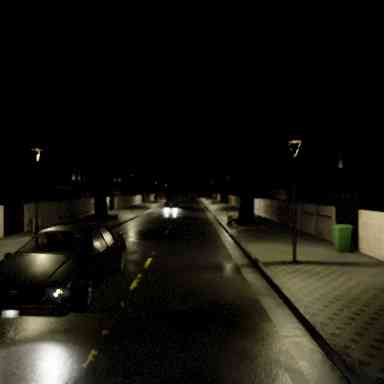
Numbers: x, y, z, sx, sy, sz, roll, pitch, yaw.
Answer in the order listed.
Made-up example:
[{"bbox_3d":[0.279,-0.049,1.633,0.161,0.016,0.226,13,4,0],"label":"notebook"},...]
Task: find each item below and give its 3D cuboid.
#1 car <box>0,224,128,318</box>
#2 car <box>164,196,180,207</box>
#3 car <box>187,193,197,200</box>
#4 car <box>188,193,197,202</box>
[{"bbox_3d":[-2.838,1.511,7.871,2.033,1.411,5.357,0,0,0],"label":"car"},{"bbox_3d":[-2.741,1.307,45.922,2.128,1.511,4.902,0,0,0],"label":"car"},{"bbox_3d":[0.017,1.069,79.133,2.128,1.511,4.902,0,0,0],"label":"car"},{"bbox_3d":[0.016,1.267,68.714,2.033,1.411,5.357,0,0,0],"label":"car"}]
